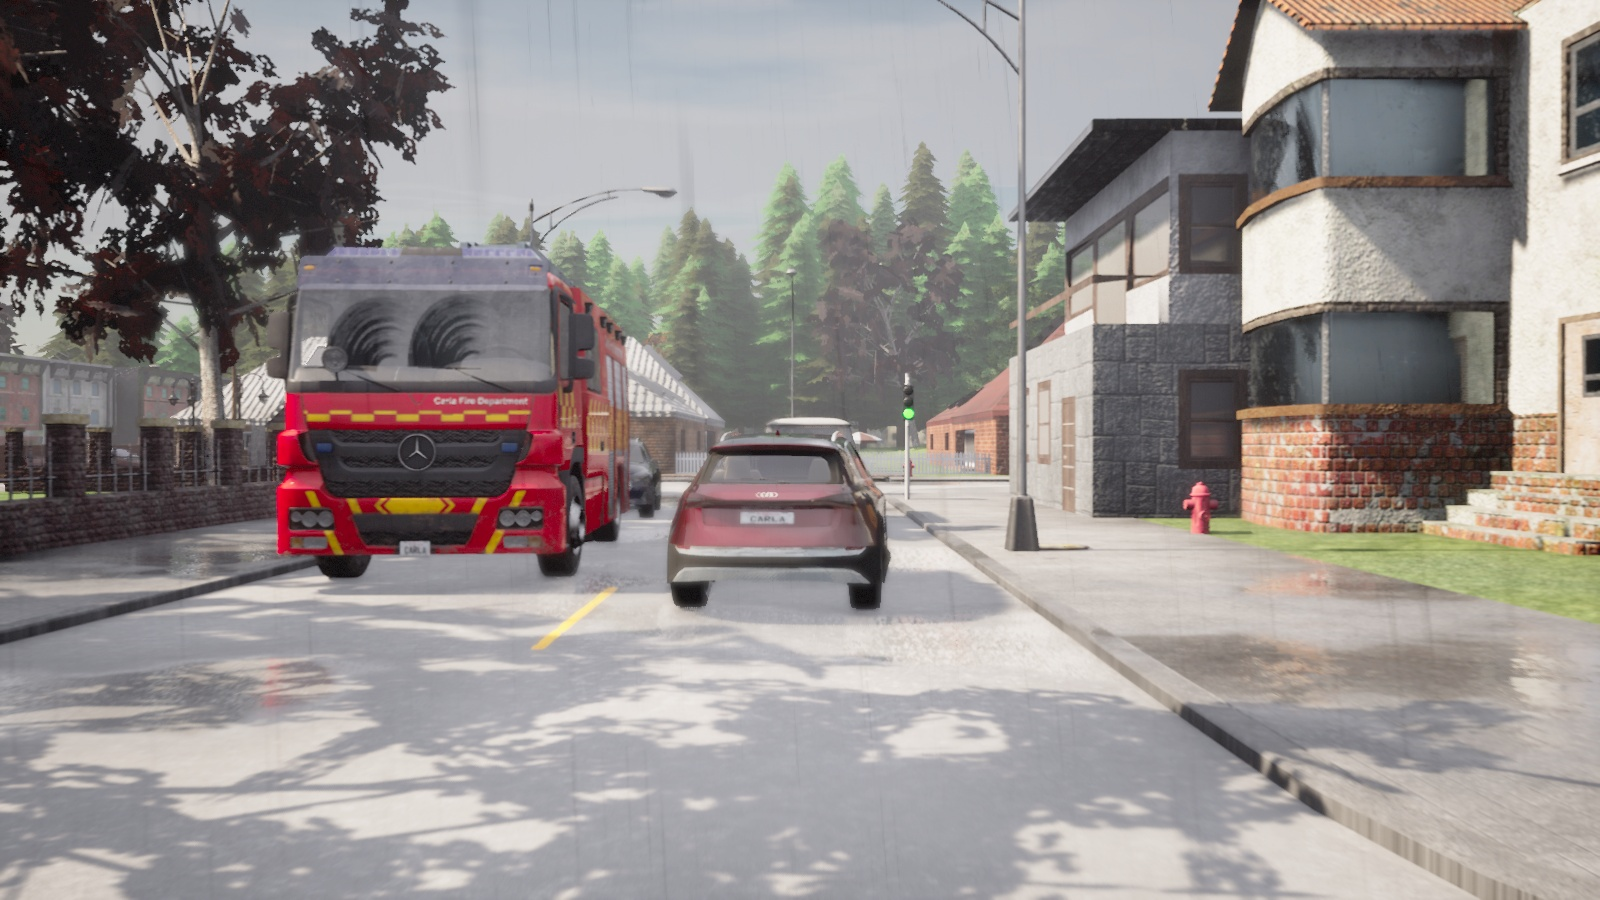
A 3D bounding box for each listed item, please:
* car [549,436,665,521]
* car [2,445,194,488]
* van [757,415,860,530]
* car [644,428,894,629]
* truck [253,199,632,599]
[{"bbox_3d":[-3.991,0.535,26.723,2.033,1.649,4.856,0,0,-4],"label":"car"},{"bbox_3d":[-23.795,0.553,42.694,5.357,1.411,2.033,0,0,-2],"label":"car"},{"bbox_3d":[0.154,0.376,24.053,1.775,1.987,4.442,0,0,0],"label":"van"},{"bbox_3d":[-0.086,0.612,12.778,2.033,1.649,4.856,0,1,5],"label":"car"},{"bbox_3d":[-4.000,-0.506,16.323,2.891,3.827,8.468,0,0,-3],"label":"truck"}]
